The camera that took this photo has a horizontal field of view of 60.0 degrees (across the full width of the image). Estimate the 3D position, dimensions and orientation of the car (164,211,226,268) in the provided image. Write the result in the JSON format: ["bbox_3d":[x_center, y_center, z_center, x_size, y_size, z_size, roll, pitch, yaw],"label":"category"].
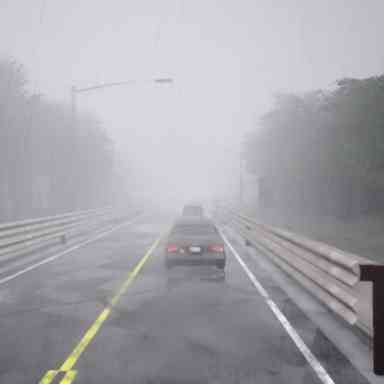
[{"bbox_3d":[0.090,1.608,11.434,2.033,1.411,5.357,0,0,0],"label":"car"}]

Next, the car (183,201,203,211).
[{"bbox_3d":[0.101,1.650,32.950,1.882,1.535,5.008,0,0,0],"label":"car"}]
